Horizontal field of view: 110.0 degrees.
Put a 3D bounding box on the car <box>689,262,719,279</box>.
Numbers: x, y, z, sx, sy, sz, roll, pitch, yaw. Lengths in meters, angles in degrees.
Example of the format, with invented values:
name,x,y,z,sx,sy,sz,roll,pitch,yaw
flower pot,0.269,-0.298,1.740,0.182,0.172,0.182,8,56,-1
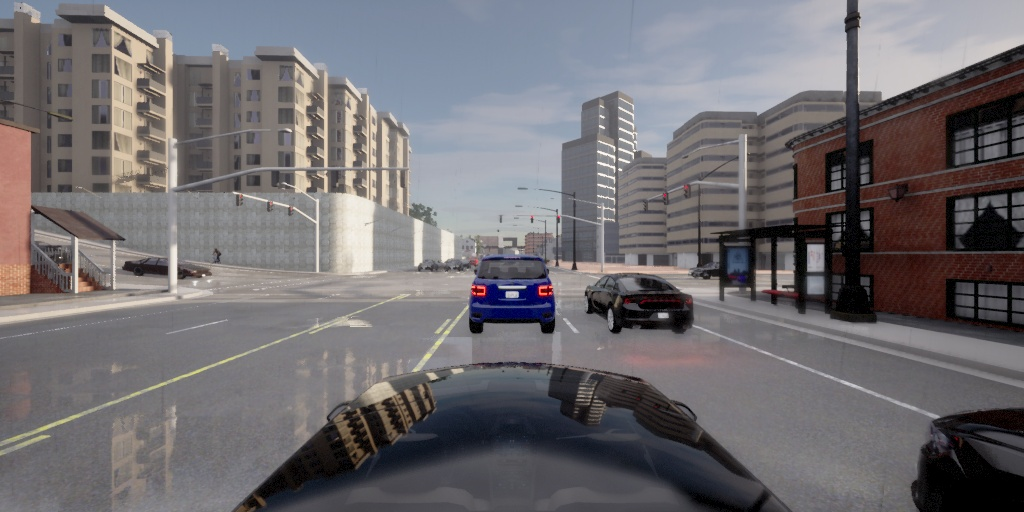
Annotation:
name,x,y,z,sx,sy,sz,roll,pitch,yaw
car,17.849,1.241,30.970,4.902,1.511,2.128,0,0,-1

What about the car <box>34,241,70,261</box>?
name,x,y,z,sx,sy,sz,roll,pitch,yaw
car,-35.474,-0.391,26.611,4.181,1.385,1.994,10,0,-1

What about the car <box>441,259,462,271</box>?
name,x,y,z,sx,sy,sz,roll,pitch,yaw
car,-7.507,1.241,47.317,2.128,1.511,4.902,0,0,0

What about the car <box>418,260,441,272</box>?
name,x,y,z,sx,sy,sz,roll,pitch,yaw
car,-11.004,1.241,47.215,2.128,1.511,4.902,0,0,0

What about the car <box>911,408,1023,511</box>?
name,x,y,z,sx,sy,sz,roll,pitch,yaw
car,3.608,1.240,0.334,2.128,1.511,4.902,0,0,0

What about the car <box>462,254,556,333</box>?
name,x,y,z,sx,sy,sz,roll,pitch,yaw
car,-0.005,0.971,10.843,2.150,2.045,5.566,0,0,0

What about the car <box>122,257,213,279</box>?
name,x,y,z,sx,sy,sz,roll,pitch,yaw
car,-25.624,0.837,26.730,5.357,1.411,2.033,5,0,-1

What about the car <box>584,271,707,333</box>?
name,x,y,z,sx,sy,sz,roll,pitch,yaw
car,3.496,1.228,10.782,1.882,1.535,5.008,0,0,0

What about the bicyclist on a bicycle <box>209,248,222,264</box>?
name,x,y,z,sx,sy,sz,roll,pitch,yaw
bicyclist on a bicycle,-31.062,0.029,37.674,0.582,1.620,1.656,6,0,0

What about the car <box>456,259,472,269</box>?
name,x,y,z,sx,sy,sz,roll,pitch,yaw
car,-7.585,1.227,56.748,1.882,1.535,5.008,0,0,0
